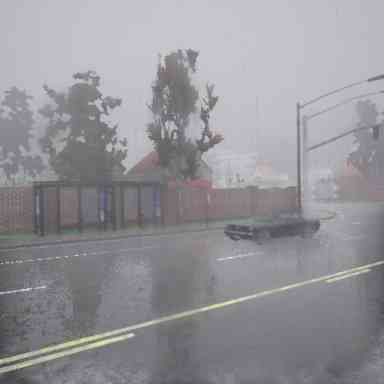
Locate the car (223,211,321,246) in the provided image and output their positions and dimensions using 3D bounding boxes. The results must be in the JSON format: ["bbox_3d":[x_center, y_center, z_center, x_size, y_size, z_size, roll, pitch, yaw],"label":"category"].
[{"bbox_3d":[3.701,1.559,15.184,4.718,1.301,1.895,0,0,-35],"label":"car"}]
